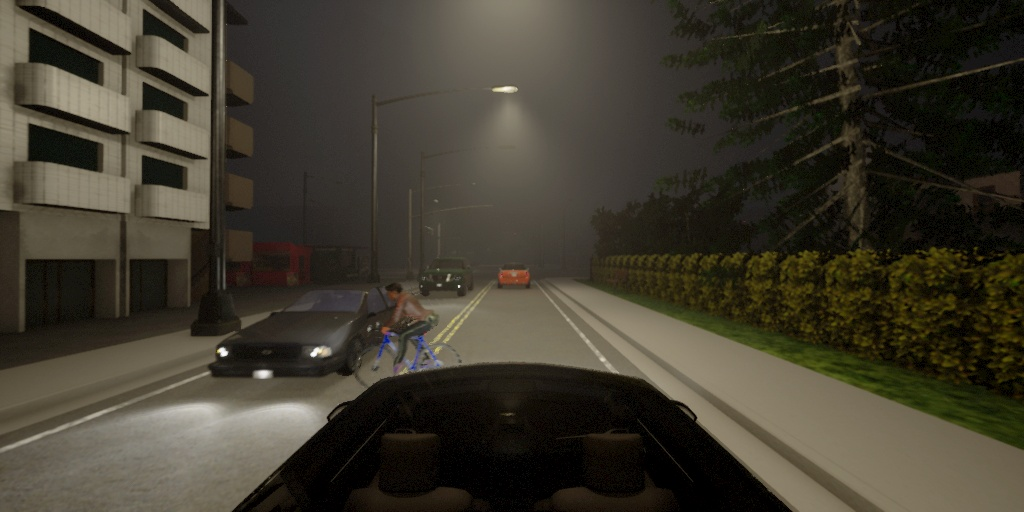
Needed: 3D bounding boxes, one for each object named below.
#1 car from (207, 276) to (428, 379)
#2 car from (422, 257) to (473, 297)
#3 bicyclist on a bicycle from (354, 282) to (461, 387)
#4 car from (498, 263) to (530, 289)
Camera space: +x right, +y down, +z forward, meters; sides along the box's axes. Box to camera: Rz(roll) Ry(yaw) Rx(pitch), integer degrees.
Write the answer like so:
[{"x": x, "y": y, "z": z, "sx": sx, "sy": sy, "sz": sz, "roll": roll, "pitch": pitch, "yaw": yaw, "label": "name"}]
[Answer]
[{"x": -3.566, "y": 1.334, "z": 7.819, "sx": 2.033, "sy": 1.411, "sz": 5.357, "roll": 0, "pitch": 0, "yaw": 0, "label": "car"}, {"x": -3.471, "y": 1.083, "z": 20.082, "sx": 2.150, "sy": 2.045, "sz": 5.566, "roll": 0, "pitch": -1, "yaw": 1, "label": "car"}, {"x": -1.613, "y": 1.226, "z": 5.467, "sx": 1.656, "sy": 1.620, "sz": 0.582, "roll": -2, "pitch": 0, "yaw": 0, "label": "bicyclist on a bicycle"}, {"x": 0.139, "y": 1.240, "z": 24.740, "sx": 2.097, "sy": 1.767, "sz": 4.553, "roll": 0, "pitch": 0, "yaw": 0, "label": "car"}]
